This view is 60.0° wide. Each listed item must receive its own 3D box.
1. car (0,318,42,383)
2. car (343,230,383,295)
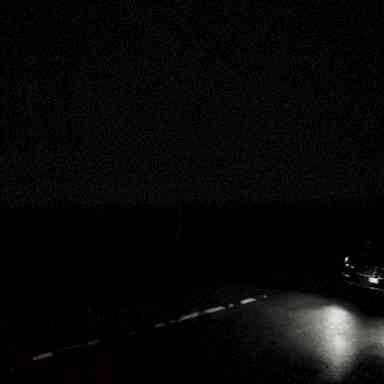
[{"bbox_3d":[-3.296,1.532,1.634,4.674,1.442,1.812,0,0,-35],"label":"car"},{"bbox_3d":[5.561,1.489,7.996,4.892,1.490,1.837,0,0,-36],"label":"car"}]
